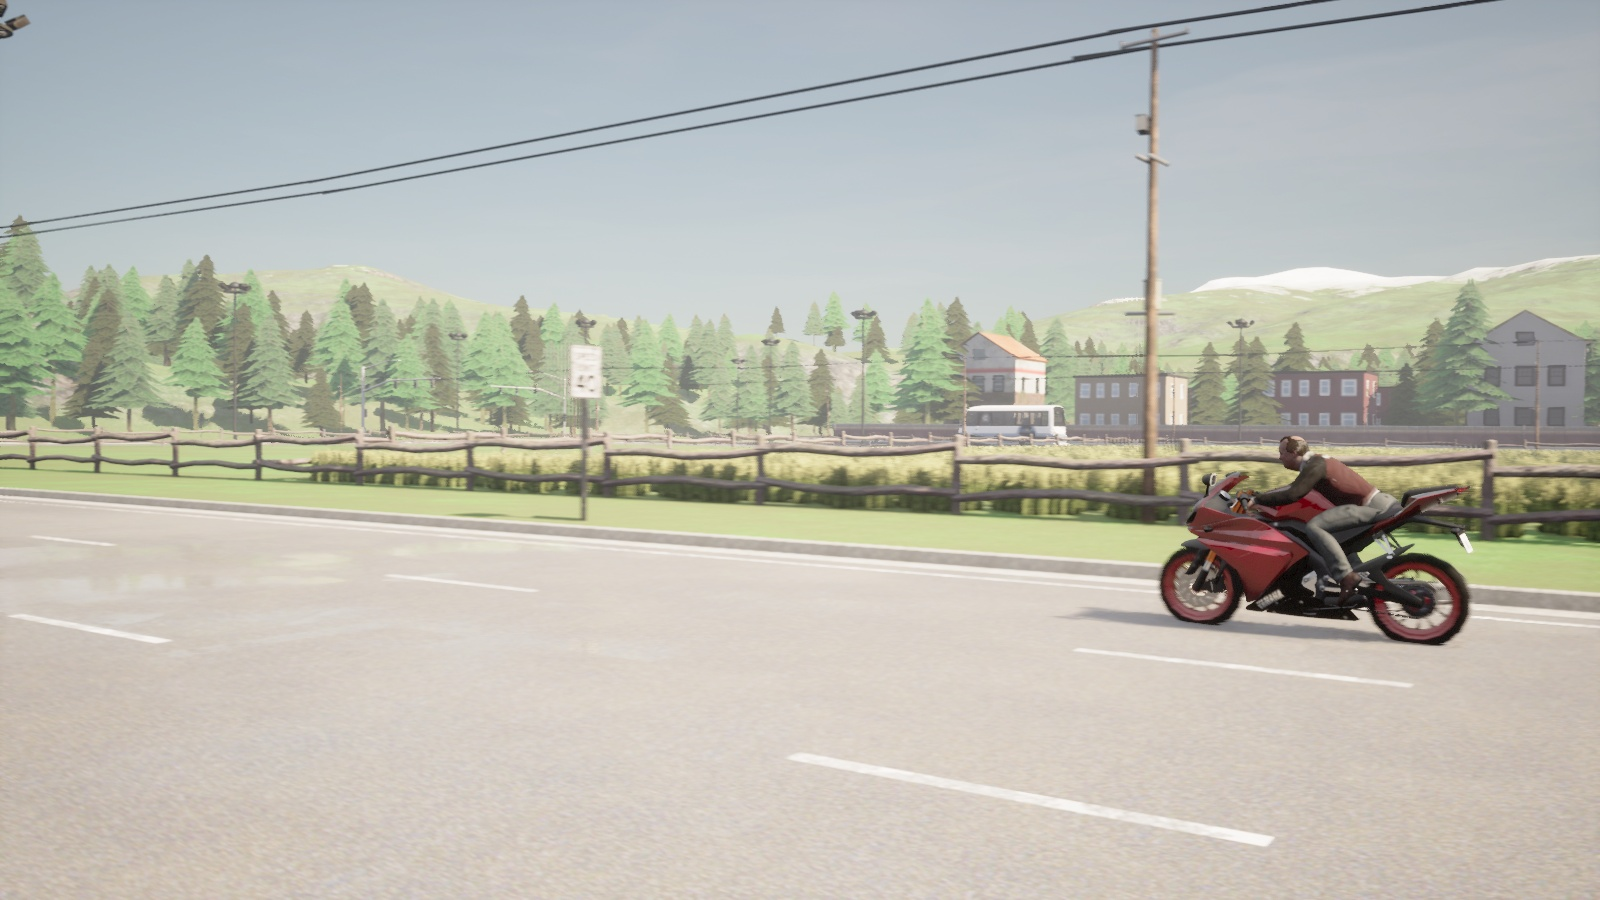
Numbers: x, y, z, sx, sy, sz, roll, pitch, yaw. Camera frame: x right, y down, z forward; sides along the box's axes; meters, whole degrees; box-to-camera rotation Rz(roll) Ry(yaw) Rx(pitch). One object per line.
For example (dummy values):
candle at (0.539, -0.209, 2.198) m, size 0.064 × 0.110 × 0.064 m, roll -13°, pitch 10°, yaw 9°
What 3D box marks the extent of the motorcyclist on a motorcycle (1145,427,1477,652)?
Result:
motorcyclist on a motorcycle at (3.828, 0.602, 9.483) m, size 2.191 × 1.530 × 0.866 m, roll 0°, pitch 1°, yaw 34°
